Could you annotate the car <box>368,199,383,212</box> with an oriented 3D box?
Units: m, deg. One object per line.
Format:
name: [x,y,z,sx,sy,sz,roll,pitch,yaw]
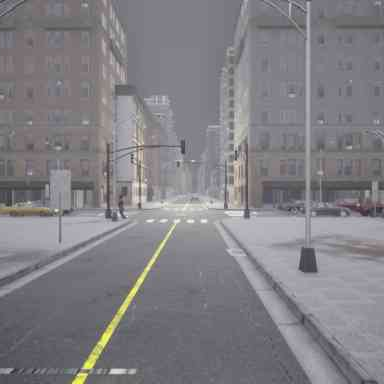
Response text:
car: [22.900,1.542,38.031,4.403,1.369,2.008,0,0,1]

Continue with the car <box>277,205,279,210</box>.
car: [12.082,1.533,38.128,4.507,1.381,1.887,0,0,1]

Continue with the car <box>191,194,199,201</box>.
car: [0.657,1.547,80.514,1.812,1.442,4.674,0,0,0]

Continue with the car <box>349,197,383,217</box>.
car: [17.418,1.342,30.054,5.009,1.841,2.192,0,0,1]

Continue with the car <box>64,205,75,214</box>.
car: [-14.095,1.514,32.866,4.892,1.490,1.837,0,0,-1]

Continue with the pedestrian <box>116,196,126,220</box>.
pedestrian: [-5.182,1.143,24.461,0.375,1.860,0.375,0,0,0]

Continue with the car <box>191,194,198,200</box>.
car: [0.738,1.396,90.518,1.812,1.442,4.674,0,0,0]

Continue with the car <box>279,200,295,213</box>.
car: [12.178,1.601,35.589,4.718,1.301,1.895,0,0,-2]

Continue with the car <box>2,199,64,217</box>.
car: [-14.666,1.546,30.344,4.829,1.417,1.752,0,0,1]

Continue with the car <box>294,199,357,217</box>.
car: [12.009,1.577,30.104,4.403,1.369,2.008,0,0,1]
